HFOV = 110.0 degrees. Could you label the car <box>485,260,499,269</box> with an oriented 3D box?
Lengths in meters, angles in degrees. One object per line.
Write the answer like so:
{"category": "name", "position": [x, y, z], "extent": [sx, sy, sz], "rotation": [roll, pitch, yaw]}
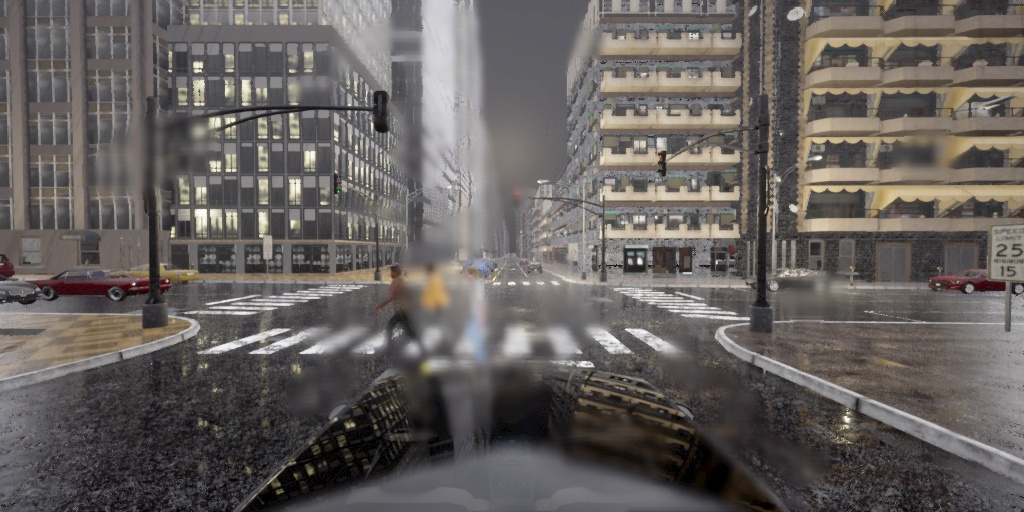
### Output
{"category": "car", "position": [-3.190, 1.336, 57.434], "extent": [1.895, 1.301, 4.718], "rotation": [0, 0, 0]}

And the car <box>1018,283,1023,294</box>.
{"category": "car", "position": [21.694, 1.576, 12.783], "extent": [4.313, 1.339, 1.948], "rotation": [0, 0, 1]}

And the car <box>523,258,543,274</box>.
{"category": "car", "position": [2.612, 1.289, 41.672], "extent": [2.007, 1.370, 4.403], "rotation": [0, 0, 0]}

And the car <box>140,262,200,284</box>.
{"category": "car", "position": [-21.706, 1.029, 21.652], "extent": [4.829, 1.417, 1.751], "rotation": [0, 0, 1]}

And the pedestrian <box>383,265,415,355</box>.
{"category": "pedestrian", "position": [-2.175, 1.043, 6.927], "extent": [0.375, 1.860, 0.375], "rotation": [-1, 1, 0]}

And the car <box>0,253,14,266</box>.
{"category": "car", "position": [-33.653, 0.712, 21.834], "extent": [5.009, 1.841, 2.192], "rotation": [0, 0, 1]}

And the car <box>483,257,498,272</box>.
{"category": "car", "position": [-3.176, 1.230, 45.200], "extent": [2.128, 1.511, 4.902], "rotation": [0, 0, 0]}

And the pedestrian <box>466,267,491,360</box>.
{"category": "pedestrian", "position": [-0.605, 1.042, 6.339], "extent": [0.375, 1.860, 0.375], "rotation": [-1, 1, 0]}

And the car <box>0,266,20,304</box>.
{"category": "car", "position": [-20.309, 1.204, 13.322], "extent": [4.403, 1.370, 2.007], "rotation": [0, 0, 1]}

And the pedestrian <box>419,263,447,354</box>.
{"category": "pedestrian", "position": [-1.668, 1.042, 7.595], "extent": [0.375, 1.860, 0.375], "rotation": [-1, 1, 0]}

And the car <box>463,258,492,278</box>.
{"category": "car", "position": [-3.153, 1.218, 33.638], "extent": [1.882, 1.535, 5.008], "rotation": [0, 0, -1]}

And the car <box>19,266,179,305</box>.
{"category": "car", "position": [-18.051, 1.231, 15.844], "extent": [4.718, 1.301, 1.895], "rotation": [0, 1, 1]}

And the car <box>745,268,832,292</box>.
{"category": "car", "position": [16.271, 1.375, 21.228], "extent": [4.403, 1.370, 2.007], "rotation": [0, 0, 1]}

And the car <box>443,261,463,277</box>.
{"category": "car", "position": [-5.757, 1.265, 35.832], "extent": [1.751, 1.417, 4.829], "rotation": [0, 0, 0]}

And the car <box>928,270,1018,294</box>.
{"category": "car", "position": [27.336, 1.462, 21.095], "extent": [4.507, 1.381, 1.888], "rotation": [0, 0, 1]}
